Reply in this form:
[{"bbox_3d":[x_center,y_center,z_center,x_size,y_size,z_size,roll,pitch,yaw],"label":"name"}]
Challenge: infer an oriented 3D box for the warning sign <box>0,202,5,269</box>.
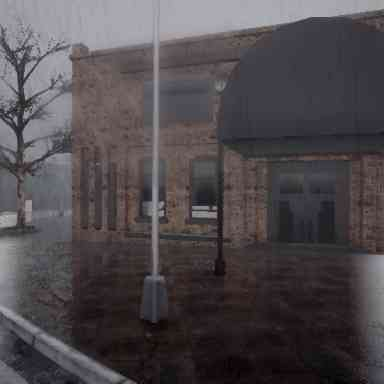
[{"bbox_3d":[-6.159,1.213,9.439,1.300,1.860,1.060,2,-1,-39],"label":"warning sign"}]
